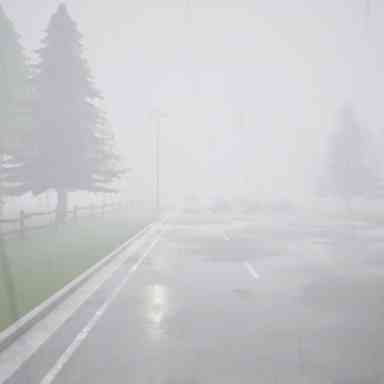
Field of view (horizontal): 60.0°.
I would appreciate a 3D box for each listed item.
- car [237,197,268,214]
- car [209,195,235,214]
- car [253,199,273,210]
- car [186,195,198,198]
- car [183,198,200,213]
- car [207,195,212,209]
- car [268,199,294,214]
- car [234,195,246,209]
[{"bbox_3d":[7.017,1.727,39.217,2.128,1.511,4.902,0,0,0],"label":"car"},{"bbox_3d":[3.518,1.590,39.607,2.097,1.767,4.553,0,0,0],"label":"car"},{"bbox_3d":[10.522,1.803,49.636,1.837,1.490,4.892,0,0,0],"label":"car"},{"bbox_3d":[0.022,1.520,49.672,2.150,2.045,5.566,0,0,0],"label":"car"},{"bbox_3d":[0.018,1.764,39.637,1.812,1.442,4.674,0,0,0],"label":"car"},{"bbox_3d":[3.522,1.520,49.670,2.150,2.045,5.566,0,0,0],"label":"car"},{"bbox_3d":[10.518,1.590,39.603,2.097,1.767,4.553,0,0,0],"label":"car"},{"bbox_3d":[7.022,1.520,49.669,2.150,2.045,5.566,0,0,0],"label":"car"}]
